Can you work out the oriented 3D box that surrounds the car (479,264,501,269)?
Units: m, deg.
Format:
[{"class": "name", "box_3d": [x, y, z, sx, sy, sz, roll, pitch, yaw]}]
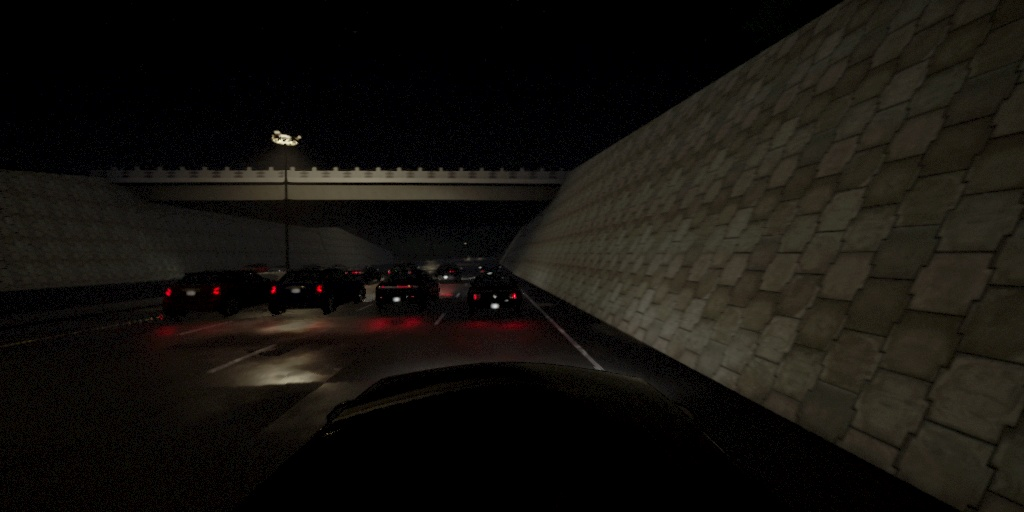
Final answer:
[{"class": "car", "box_3d": [-1.874, 1.377, 31.177, 1.994, 1.385, 4.181, -1, 0, -4]}]

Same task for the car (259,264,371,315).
[{"class": "car", "box_3d": [-7.761, 1.260, 14.765, 2.097, 1.767, 4.553, -1, 0, -4]}]

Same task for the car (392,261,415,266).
[{"class": "car", "box_3d": [-8.799, 1.294, 29.728, 2.097, 1.767, 4.553, -1, 0, -4]}]

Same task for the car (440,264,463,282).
[{"class": "car", "box_3d": [-5.328, 1.385, 30.357, 1.837, 1.490, 4.892, -1, 0, -4]}]

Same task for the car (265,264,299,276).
[{"class": "car", "box_3d": [-31.309, 1.914, 48.970, 1.812, 1.442, 4.674, -1, 0, -4]}]

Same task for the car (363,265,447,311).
[{"class": "car", "box_3d": [-4.280, 1.336, 15.219, 2.128, 1.511, 4.902, -1, 0, -4]}]

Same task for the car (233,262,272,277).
[{"class": "car", "box_3d": [-34.767, 1.805, 48.266, 2.097, 1.767, 4.553, -1, 0, -3]}]

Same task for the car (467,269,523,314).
[{"class": "car", "box_3d": [-0.703, 1.376, 14.120, 1.895, 1.301, 4.718, -1, 0, -4]}]

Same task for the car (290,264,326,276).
[{"class": "car", "box_3d": [-27.811, 1.869, 49.072, 2.033, 1.411, 5.357, -1, 0, -4]}]

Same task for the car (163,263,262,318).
[{"class": "car", "box_3d": [-11.252, 1.326, 14.533, 2.097, 1.767, 4.553, -1, 0, -4]}]

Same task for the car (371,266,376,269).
[{"class": "car", "box_3d": [-12.307, 1.502, 29.811, 2.128, 1.511, 4.902, -1, 0, -4]}]
